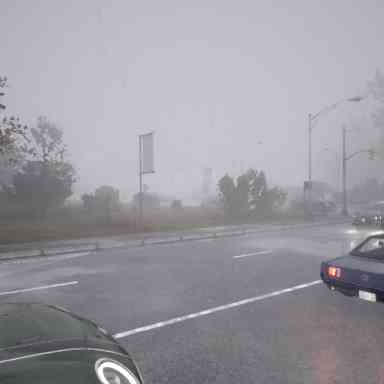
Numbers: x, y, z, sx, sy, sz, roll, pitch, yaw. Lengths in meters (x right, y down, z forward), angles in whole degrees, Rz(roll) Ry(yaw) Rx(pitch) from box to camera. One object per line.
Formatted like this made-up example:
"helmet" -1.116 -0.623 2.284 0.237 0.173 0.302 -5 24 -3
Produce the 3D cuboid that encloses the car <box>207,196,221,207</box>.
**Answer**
"car" 4.072 1.283 45.391 2.128 1.511 4.902 -1 0 -39

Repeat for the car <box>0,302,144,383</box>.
"car" -2.502 1.352 1.938 4.553 1.767 2.097 0 0 -36

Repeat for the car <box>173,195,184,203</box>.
"car" -3.390 1.261 60.383 2.128 1.511 4.902 -1 0 -38

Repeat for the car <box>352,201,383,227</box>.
"car" 11.841 1.366 20.774 4.892 1.490 1.837 -1 3 -38

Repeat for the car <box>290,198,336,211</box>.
"car" 13.976 1.356 38.614 1.895 1.301 4.718 -1 0 -39

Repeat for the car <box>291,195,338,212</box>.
"car" 12.680 1.137 34.625 2.097 1.767 4.553 -1 0 -39

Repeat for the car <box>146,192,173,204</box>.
"car" -6.207 1.019 58.311 2.150 2.045 5.566 -1 1 -38

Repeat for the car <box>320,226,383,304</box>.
"car" 4.969 1.573 7.276 4.718 1.301 1.895 0 0 -35

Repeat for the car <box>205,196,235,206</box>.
"car" 4.243 1.289 50.791 1.812 1.442 4.674 -1 0 -39
